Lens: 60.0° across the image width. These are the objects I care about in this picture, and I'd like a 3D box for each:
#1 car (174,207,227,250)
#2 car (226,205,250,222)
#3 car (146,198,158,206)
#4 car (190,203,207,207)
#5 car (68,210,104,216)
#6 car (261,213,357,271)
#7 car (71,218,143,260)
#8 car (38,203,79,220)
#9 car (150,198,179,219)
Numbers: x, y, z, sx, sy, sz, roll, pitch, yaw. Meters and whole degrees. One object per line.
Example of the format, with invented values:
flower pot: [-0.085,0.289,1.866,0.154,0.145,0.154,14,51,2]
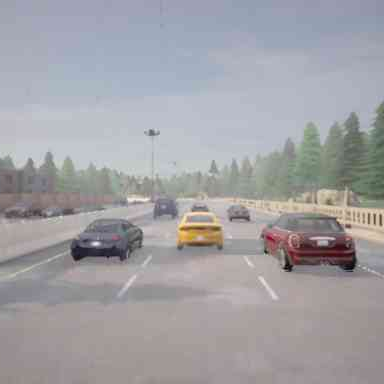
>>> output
car: [0.380,1.678,15.502,1.882,1.535,5.008,0,-1,1]
car: [4.233,1.949,30.977,2.033,1.411,5.357,0,-1,1]
car: [-8.878,2.253,74.479,2.097,1.767,4.553,0,-1,1]
car: [0.835,1.949,35.440,2.128,1.511,4.902,0,-1,1]
car: [-9.923,1.963,32.832,2.033,1.411,5.357,0,-1,1]
car: [3.786,1.504,11.609,2.097,1.767,4.553,0,-1,1]
car: [-3.178,1.733,13.174,1.994,1.385,4.181,0,-1,1]
car: [-13.400,1.917,33.765,2.128,1.511,4.902,0,-1,1]
car: [-2.676,1.669,34.897,2.150,2.045,5.566,0,-1,1]
